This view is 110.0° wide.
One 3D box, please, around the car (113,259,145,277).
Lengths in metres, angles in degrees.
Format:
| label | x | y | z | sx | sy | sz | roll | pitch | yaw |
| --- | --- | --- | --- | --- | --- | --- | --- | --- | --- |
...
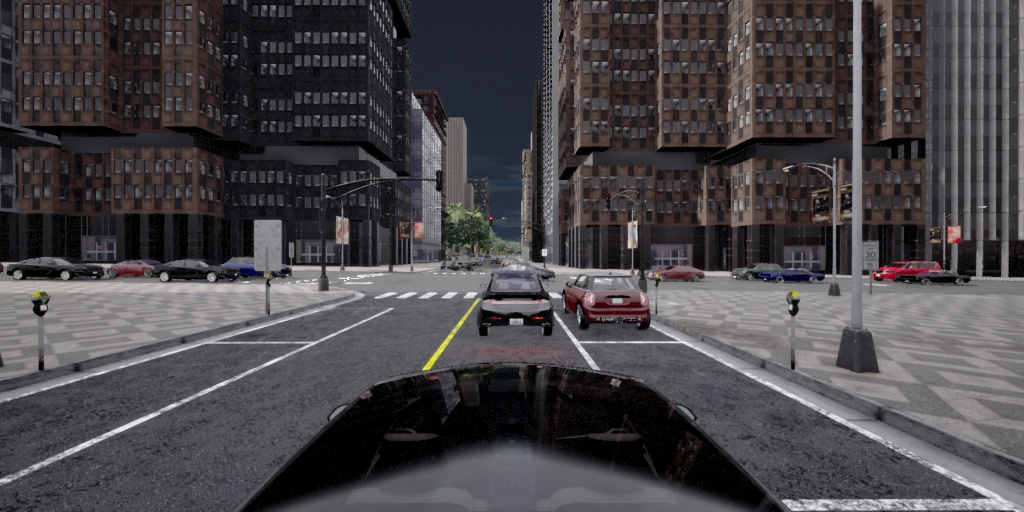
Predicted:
| label | x | y | z | sx | sy | sz | roll | pitch | yaw |
| --- | --- | --- | --- | --- | --- | --- | --- | --- | --- |
| car | -28.208 | 0.945 | 27.547 | 4.181 | 1.385 | 1.994 | 1 | 0 | -1 |

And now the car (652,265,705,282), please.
| label | x | y | z | sx | sy | sz | roll | pitch | yaw |
| --- | --- | --- | --- | --- | --- | --- | --- | --- | --- |
| car | 14.351 | 1.507 | 31.379 | 4.674 | 1.442 | 1.812 | 1 | 0 | -1 |

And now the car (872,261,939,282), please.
| label | x | y | z | sx | sy | sz | roll | pitch | yaw |
| --- | --- | --- | --- | --- | --- | --- | --- | --- | --- |
| car | 38.296 | 1.547 | 34.833 | 5.566 | 2.045 | 2.150 | 1 | 0 | -1 |

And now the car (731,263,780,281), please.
| label | x | y | z | sx | sy | sz | roll | pitch | yaw |
| --- | --- | --- | --- | --- | --- | --- | --- | --- | --- |
| car | 23.810 | 1.466 | 34.713 | 4.553 | 1.767 | 2.097 | 1 | 0 | 0 |

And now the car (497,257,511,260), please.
| label | x | y | z | sx | sy | sz | roll | pitch | yaw |
| --- | --- | --- | --- | --- | --- | --- | --- | --- | --- |
| car | -0.762 | 1.197 | 52.628 | 1.967 | 1.591 | 4.097 | 0 | 0 | -1 |

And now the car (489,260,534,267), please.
| label | x | y | z | sx | sy | sz | roll | pitch | yaw |
| --- | --- | --- | --- | --- | --- | --- | --- | --- | --- |
| car | 0.890 | 1.337 | 29.872 | 5.357 | 1.411 | 2.033 | 1 | 0 | 29 |

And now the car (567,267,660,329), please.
| label | x | y | z | sx | sy | sz | roll | pitch | yaw |
| --- | --- | --- | --- | --- | --- | --- | --- | --- | --- |
| car | 2.734 | 1.189 | 11.247 | 1.967 | 1.591 | 4.097 | 0 | 0 | 0 |

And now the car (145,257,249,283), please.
| label | x | y | z | sx | sy | sz | roll | pitch | yaw |
| --- | --- | --- | --- | --- | --- | --- | --- | --- | --- |
| car | -21.274 | 0.960 | 24.363 | 5.008 | 1.535 | 1.882 | 1 | 0 | -1 |

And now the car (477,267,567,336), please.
| label | x | y | z | sx | sy | sz | roll | pitch | yaw |
| --- | --- | --- | --- | --- | --- | --- | --- | --- | --- |
| car | 0.076 | 1.241 | 10.361 | 2.128 | 1.511 | 4.902 | 0 | 0 | -1 |

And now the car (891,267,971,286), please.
| label | x | y | z | sx | sy | sz | roll | pitch | yaw |
| --- | --- | --- | --- | --- | --- | --- | --- | --- | --- |
| car | 36.981 | 1.911 | 31.567 | 4.718 | 1.301 | 1.895 | 1 | 0 | 0 |

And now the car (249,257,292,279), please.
| label | x | y | z | sx | sy | sz | roll | pitch | yaw |
| --- | --- | --- | --- | --- | --- | --- | --- | --- | --- |
| car | -19.564 | 0.855 | 27.628 | 4.553 | 1.767 | 2.097 | 1 | 0 | 0 |

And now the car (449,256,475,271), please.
| label | x | y | z | sx | sy | sz | roll | pitch | yaw |
| --- | --- | --- | --- | --- | --- | --- | --- | --- | --- |
| car | -6.572 | 0.968 | 47.856 | 2.150 | 2.045 | 5.566 | 0 | 0 | -1 |

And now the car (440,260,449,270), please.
| label | x | y | z | sx | sy | sz | roll | pitch | yaw |
| --- | --- | --- | --- | --- | --- | --- | --- | --- | --- |
| car | -9.287 | 1.323 | 52.549 | 1.948 | 1.339 | 4.313 | 0 | 0 | -1 |

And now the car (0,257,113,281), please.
| label | x | y | z | sx | sy | sz | roll | pitch | yaw |
| --- | --- | --- | --- | --- | --- | --- | --- | --- | --- |
| car | -30.741 | 0.827 | 24.281 | 5.008 | 1.535 | 1.882 | 1 | 0 | 0 |

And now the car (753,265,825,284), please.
| label | x | y | z | sx | sy | sz | roll | pitch | yaw |
| --- | --- | --- | --- | --- | --- | --- | --- | --- | --- |
| car | 24.388 | 1.727 | 31.471 | 4.718 | 1.301 | 1.895 | 1 | 0 | 0 |

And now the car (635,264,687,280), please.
| label | x | y | z | sx | sy | sz | roll | pitch | yaw |
| --- | --- | --- | --- | --- | --- | --- | --- | --- | --- |
| car | 14.340 | 1.541 | 34.632 | 4.181 | 1.385 | 1.994 | 1 | 0 | -1 |

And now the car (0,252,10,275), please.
| label | x | y | z | sx | sy | sz | roll | pitch | yaw |
| --- | --- | --- | --- | --- | --- | --- | --- | --- | --- |
| car | -42.095 | 0.535 | 27.449 | 4.553 | 1.767 | 2.097 | 1 | 0 | 2 |
